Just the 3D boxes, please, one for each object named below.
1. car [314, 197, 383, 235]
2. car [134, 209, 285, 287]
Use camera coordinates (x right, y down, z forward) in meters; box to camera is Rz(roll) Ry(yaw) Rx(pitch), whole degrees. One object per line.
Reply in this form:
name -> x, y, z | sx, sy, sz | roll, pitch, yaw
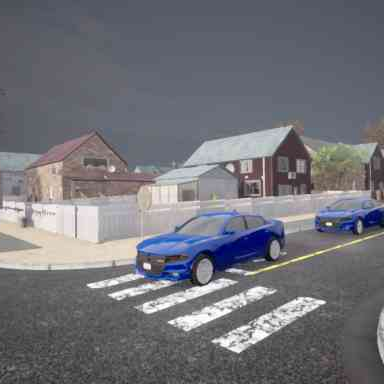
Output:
car -> 7.744, 1.043, 15.978 | 5.008, 1.535, 1.882 | -2, 0, -42
car -> 0.715, 1.301, 9.198 | 1.882, 1.535, 5.008 | -1, 1, 44
